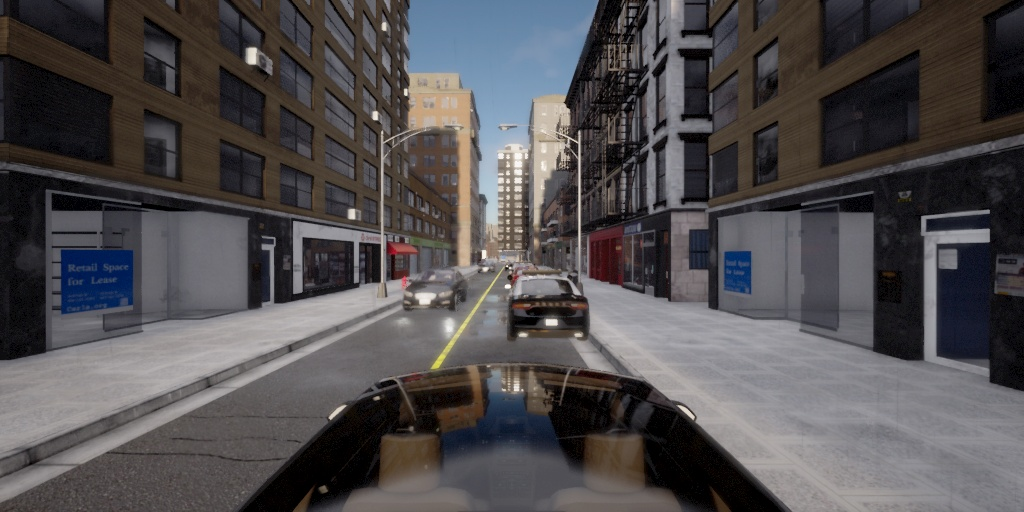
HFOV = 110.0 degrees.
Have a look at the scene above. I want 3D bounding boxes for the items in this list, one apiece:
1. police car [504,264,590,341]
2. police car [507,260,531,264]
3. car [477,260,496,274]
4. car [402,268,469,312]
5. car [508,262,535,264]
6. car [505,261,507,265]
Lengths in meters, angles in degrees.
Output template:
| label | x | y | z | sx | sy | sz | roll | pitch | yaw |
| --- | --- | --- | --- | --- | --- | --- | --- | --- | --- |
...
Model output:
| label | x | y | z | sx | sy | sz | roll | pitch | yaw |
| --- | --- | --- | --- | --- | --- | --- | --- | --- | --- |
| police car | 0.821 | 1.174 | 10.025 | 1.930 | 1.638 | 5.238 | 0 | 0 | 0 |
| police car | 0.810 | 1.168 | 26.025 | 1.930 | 1.638 | 5.238 | 0 | 0 | 0 |
| car | -2.775 | 1.229 | 39.759 | 2.128 | 1.511 | 4.902 | 0 | 0 | 0 |
| car | -2.857 | 1.238 | 14.210 | 2.128 | 1.511 | 4.902 | 0 | 0 | 0 |
| car | 0.814 | 1.271 | 19.915 | 1.812 | 1.442 | 4.674 | 0 | 0 | 0 |
| car | 0.013 | 1.338 | 47.855 | 1.895 | 1.301 | 4.718 | 0 | 0 | 1 |
